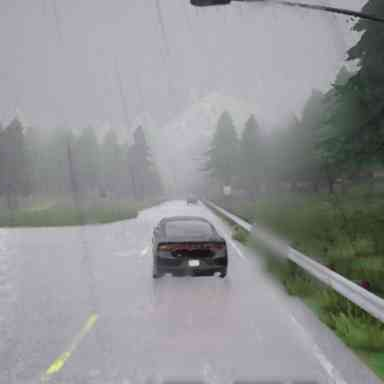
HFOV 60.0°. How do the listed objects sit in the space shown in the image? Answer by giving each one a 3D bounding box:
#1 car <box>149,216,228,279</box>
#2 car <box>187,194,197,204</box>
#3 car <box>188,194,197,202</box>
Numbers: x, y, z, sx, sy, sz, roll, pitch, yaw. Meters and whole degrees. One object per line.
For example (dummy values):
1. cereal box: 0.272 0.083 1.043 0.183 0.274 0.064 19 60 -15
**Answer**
1. car: -0.269 1.457 10.082 1.882 1.535 5.008 0 1 -7
2. car: 0.021 1.545 60.080 1.895 1.301 4.718 0 0 0
3. car: 0.024 1.263 70.043 1.837 1.490 4.892 0 0 0
